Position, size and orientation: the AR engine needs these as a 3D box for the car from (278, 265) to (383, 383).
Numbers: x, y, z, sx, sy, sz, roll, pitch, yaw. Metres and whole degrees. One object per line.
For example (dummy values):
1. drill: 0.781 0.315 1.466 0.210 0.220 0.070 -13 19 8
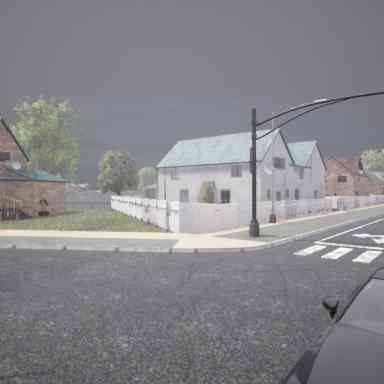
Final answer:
1. car: 2.512 1.524 3.380 1.812 1.442 4.674 0 0 42
